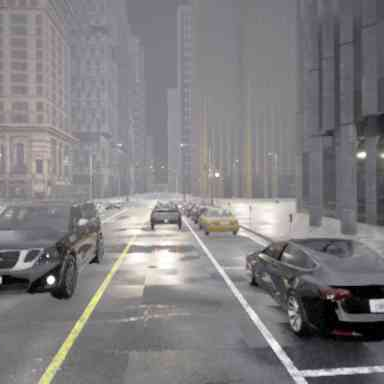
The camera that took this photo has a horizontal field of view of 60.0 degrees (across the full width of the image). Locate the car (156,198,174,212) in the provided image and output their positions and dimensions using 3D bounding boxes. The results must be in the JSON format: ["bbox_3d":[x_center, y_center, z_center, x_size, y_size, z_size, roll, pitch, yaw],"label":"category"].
[{"bbox_3d":[-3.037,1.426,37.188,1.895,1.301,4.718,-1,0,-5],"label":"car"}]

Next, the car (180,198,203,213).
[{"bbox_3d":[-0.121,1.366,34.528,2.008,1.369,4.403,-1,0,-5],"label":"car"}]

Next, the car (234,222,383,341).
[{"bbox_3d":[2.312,1.513,6.429,1.947,1.339,4.313,-1,0,-5],"label":"car"}]

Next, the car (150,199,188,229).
[{"bbox_3d":[-1.633,1.396,20.929,2.128,1.511,4.902,-1,0,-5],"label":"car"}]

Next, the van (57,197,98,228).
[{"bbox_3d":[-7.643,1.288,22.551,1.690,1.788,3.998,-1,0,-5],"label":"van"}]

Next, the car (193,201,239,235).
[{"bbox_3d":[1.324,1.421,17.837,1.752,1.417,4.829,-1,0,-5],"label":"car"}]

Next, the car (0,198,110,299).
[{"bbox_3d":[-3.766,1.210,8.671,2.150,2.045,5.566,-1,0,-5],"label":"car"}]

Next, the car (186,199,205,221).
[{"bbox_3d":[0.852,1.421,23.288,2.008,1.369,4.403,-1,0,-5],"label":"car"}]

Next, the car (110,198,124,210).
[{"bbox_3d":[-9.101,1.416,39.411,2.008,1.369,4.403,-1,0,-5],"label":"car"}]
